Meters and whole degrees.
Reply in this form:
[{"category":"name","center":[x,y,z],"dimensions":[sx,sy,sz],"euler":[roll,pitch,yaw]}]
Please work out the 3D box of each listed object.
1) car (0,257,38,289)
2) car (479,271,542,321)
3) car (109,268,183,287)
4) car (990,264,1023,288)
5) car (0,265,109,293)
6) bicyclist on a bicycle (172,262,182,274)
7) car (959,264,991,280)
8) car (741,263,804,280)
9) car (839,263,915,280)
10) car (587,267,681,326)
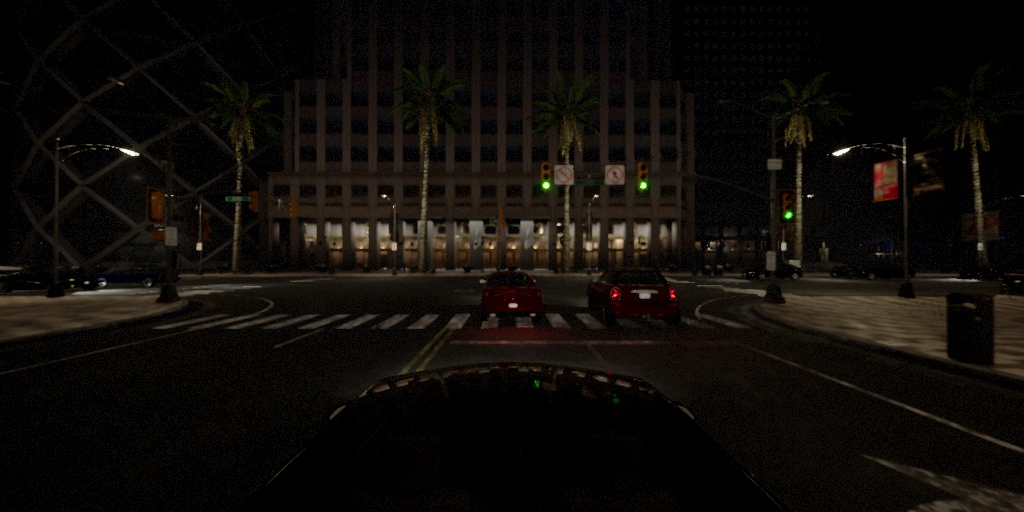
[{"category":"car","center":[-35.367,1.060,23.079],"dimensions":[5.566,2.045,2.150],"euler":[0,0,-19]},{"category":"car","center":[-0.130,1.274,12.813],"dimensions":[1.882,1.535,5.008],"euler":[0,0,-4]},{"category":"car","center":[-25.754,1.446,24.604],"dimensions":[4.718,1.301,1.895],"euler":[0,0,-3]},{"category":"car","center":[32.371,1.323,21.238],"dimensions":[4.902,1.511,2.128],"euler":[0,0,0]},{"category":"car","center":[-27.036,1.394,21.004],"dimensions":[4.181,1.385,1.994],"euler":[0,0,-4]},{"category":"bicyclist on a bicycle","center":[-35.792,1.202,38.221],"dimensions":[0.582,1.620,1.656],"euler":[0,0,-12]},{"category":"car","center":[42.712,1.440,31.909],"dimensions":[4.181,1.385,1.994],"euler":[0,0,0]},{"category":"car","center":[23.135,1.380,31.956],"dimensions":[4.892,1.490,1.837],"euler":[0,0,0]},{"category":"car","center":[32.742,1.353,31.936],"dimensions":[5.008,1.535,1.882],"euler":[0,0,0]},{"category":"car","center":[3.848,1.144,12.097],"dimensions":[2.097,1.767,4.553],"euler":[0,0,4]}]
